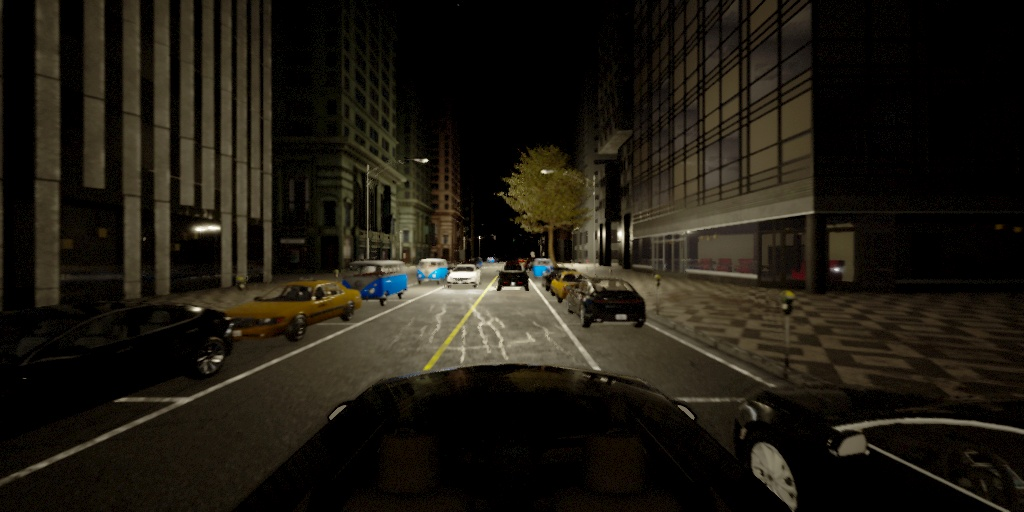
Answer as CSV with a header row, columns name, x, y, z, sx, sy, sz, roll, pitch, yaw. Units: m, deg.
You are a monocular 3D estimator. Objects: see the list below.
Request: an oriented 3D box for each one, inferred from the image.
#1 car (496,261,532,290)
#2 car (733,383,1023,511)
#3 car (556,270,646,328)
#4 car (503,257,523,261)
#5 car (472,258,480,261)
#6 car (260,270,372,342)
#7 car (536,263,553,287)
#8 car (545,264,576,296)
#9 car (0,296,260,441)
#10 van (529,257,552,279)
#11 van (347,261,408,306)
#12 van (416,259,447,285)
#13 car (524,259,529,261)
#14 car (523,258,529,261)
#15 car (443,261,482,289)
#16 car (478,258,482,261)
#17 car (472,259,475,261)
name,x,y,z,sx,sy,sz,roll,pitch,yaw
car,0.070,1.273,22.363,1.837,1.490,4.892,0,0,0
car,2.762,1.300,1.371,2.007,1.370,4.403,0,0,0
car,2.760,1.308,11.243,2.007,1.370,4.403,0,0,0
car,0.089,1.272,46.739,1.882,1.535,5.008,0,0,0
car,-5.773,1.341,47.909,1.888,1.381,4.507,0,0,0
car,-5.765,1.282,9.846,1.751,1.417,4.829,0,0,0
car,2.758,1.332,21.822,1.948,1.339,4.313,0,0,0
car,2.759,1.287,16.702,1.751,1.417,4.829,0,0,0
car,-5.764,1.318,4.603,1.948,1.339,4.313,0,0,0
van,2.755,1.118,32.399,1.690,1.789,3.998,0,0,0
van,-5.766,1.101,15.429,1.690,1.789,3.998,0,0,0
van,-5.768,1.111,26.256,1.690,1.789,3.998,0,0,0
car,2.753,1.340,42.976,2.007,1.370,4.403,0,0,0
car,2.752,1.111,48.265,2.192,1.841,5.009,0,0,0
car,-3.074,1.294,23.712,1.812,1.442,4.674,0,0,0
car,-5.774,1.369,53.322,1.948,1.339,4.313,0,0,0
car,-5.772,1.371,42.495,1.802,1.307,4.207,0,0,0
